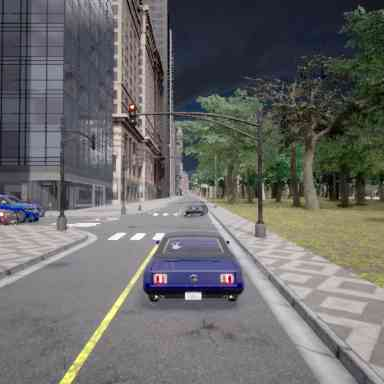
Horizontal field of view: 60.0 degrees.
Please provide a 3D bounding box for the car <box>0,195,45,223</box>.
[{"bbox_3d":[-13.617,1.223,23.931,5.566,2.045,2.150,0,-2,1],"label":"car"}]

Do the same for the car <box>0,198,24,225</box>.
[{"bbox_3d":[-13.497,1.372,21.296,4.097,1.590,1.967,0,-2,-1],"label":"car"}]

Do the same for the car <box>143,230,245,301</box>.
[{"bbox_3d":[0.020,1.607,8.278,1.895,1.301,4.718,0,0,0],"label":"car"}]

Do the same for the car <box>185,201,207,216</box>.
[{"bbox_3d":[0.429,1.606,33.316,2.033,1.411,5.357,0,0,7],"label":"car"}]
